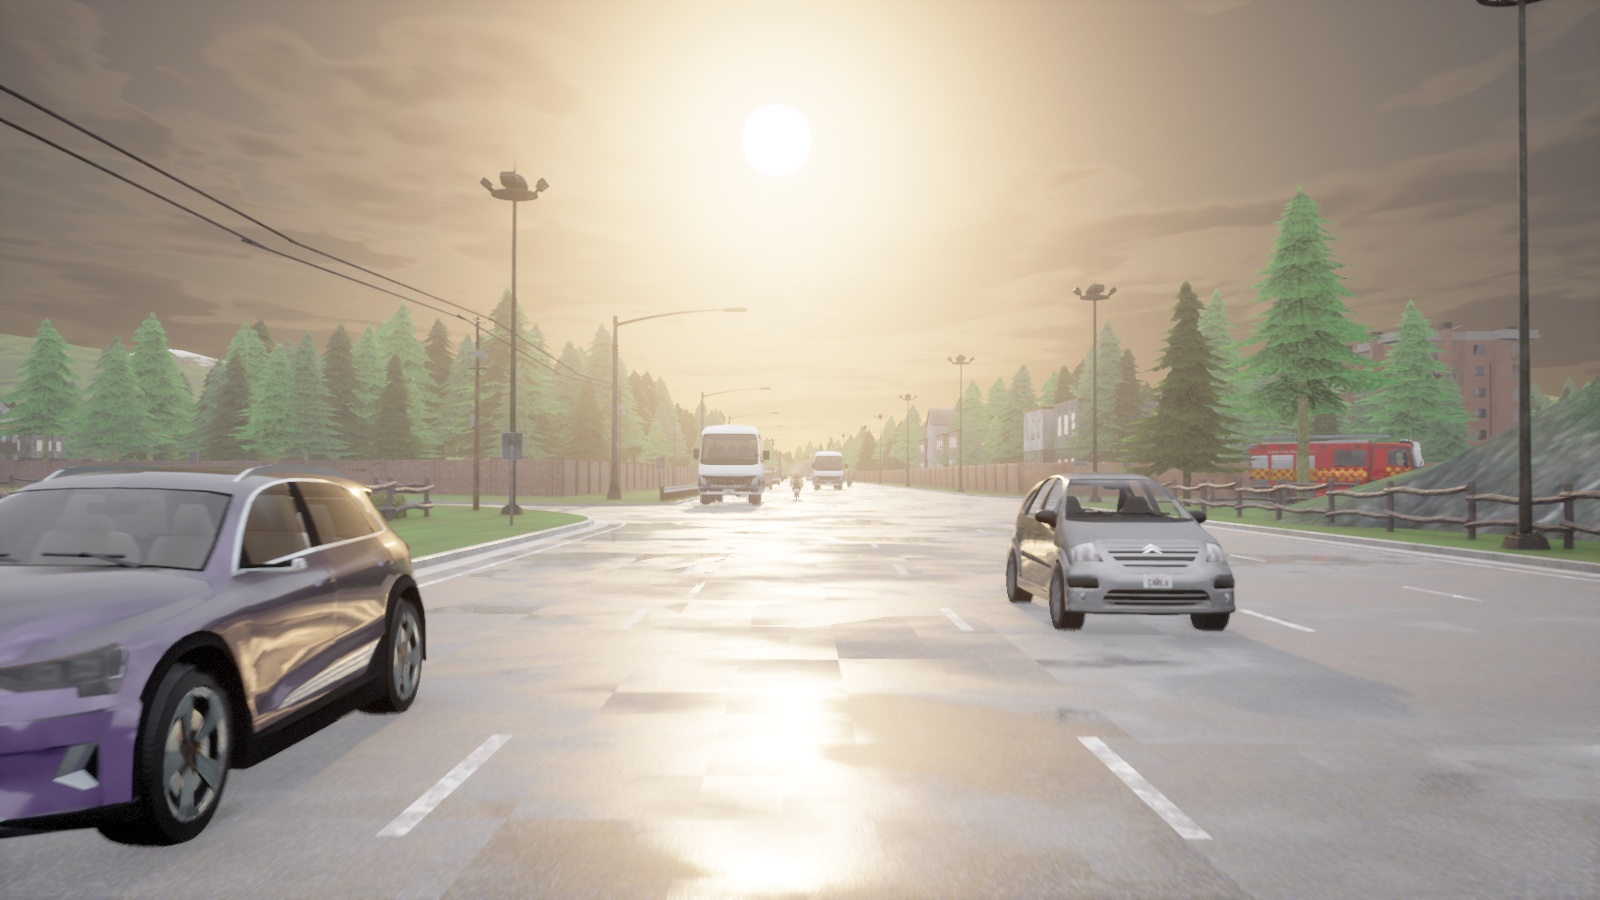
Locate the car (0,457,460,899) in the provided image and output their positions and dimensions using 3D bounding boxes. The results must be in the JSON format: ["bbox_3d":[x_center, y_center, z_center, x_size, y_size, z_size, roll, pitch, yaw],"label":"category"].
[{"bbox_3d":[-3.516,0.900,6.815,2.033,1.649,4.856,0,-1,0],"label":"car"}]

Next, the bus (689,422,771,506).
[{"bbox_3d":[-3.677,0.840,69.125,3.944,4.253,10.273,0,-1,0],"label":"bus"}]

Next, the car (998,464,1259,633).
[{"bbox_3d":[3.465,0.985,14.039,1.851,1.617,3.988,0,-1,0],"label":"car"}]

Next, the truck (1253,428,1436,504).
[{"bbox_3d":[28.856,0.874,66.749,8.468,3.827,2.891,-1,-1,34],"label":"truck"}]
